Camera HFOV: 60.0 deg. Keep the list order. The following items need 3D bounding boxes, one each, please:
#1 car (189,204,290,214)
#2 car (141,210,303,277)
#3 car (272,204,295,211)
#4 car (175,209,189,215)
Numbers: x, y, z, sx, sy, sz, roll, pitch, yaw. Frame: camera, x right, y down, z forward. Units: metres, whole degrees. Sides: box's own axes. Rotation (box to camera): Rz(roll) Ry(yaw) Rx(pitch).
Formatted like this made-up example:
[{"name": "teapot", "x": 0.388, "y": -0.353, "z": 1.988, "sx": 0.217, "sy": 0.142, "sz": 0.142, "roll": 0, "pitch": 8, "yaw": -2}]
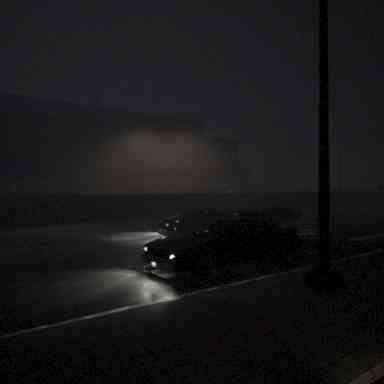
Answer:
[{"name": "car", "x": 2.246, "y": 1.483, "z": 15.409, "sx": 4.181, "sy": 1.385, "sz": 1.994, "roll": -1, "pitch": 0, "yaw": -35}, {"name": "car", "x": 1.154, "y": 1.495, "z": 10.342, "sx": 5.357, "sy": 1.411, "sz": 2.033, "roll": -1, "pitch": 0, "yaw": -35}, {"name": "car", "x": 4.972, "y": 1.476, "z": 21.629, "sx": 4.718, "sy": 1.301, "sz": 1.895, "roll": -1, "pitch": 0, "yaw": -35}, {"name": "car", "x": 0.386, "y": 1.506, "z": 18.249, "sx": 4.181, "sy": 1.385, "sz": 1.994, "roll": 0, "pitch": 0, "yaw": -34}]
